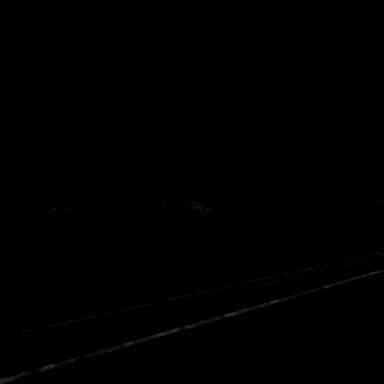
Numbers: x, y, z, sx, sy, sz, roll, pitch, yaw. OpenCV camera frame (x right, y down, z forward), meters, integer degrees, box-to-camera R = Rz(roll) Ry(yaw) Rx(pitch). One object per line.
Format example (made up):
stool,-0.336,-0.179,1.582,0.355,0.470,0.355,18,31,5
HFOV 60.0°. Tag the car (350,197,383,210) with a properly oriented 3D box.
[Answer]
car,23.029,1.414,43.090,2.097,1.535,5.008,0,0,-36

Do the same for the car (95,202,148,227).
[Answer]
car,-5.343,1.438,22.754,2.231,1.521,4.892,0,0,-36

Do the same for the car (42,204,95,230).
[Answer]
car,-8.007,1.480,20.848,2.002,1.452,4.674,0,0,-36

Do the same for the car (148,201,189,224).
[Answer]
car,-2.689,1.434,24.670,2.097,1.535,5.008,0,0,-36

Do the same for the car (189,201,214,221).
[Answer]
car,-0.125,1.472,26.498,2.002,1.452,4.674,0,0,-36
